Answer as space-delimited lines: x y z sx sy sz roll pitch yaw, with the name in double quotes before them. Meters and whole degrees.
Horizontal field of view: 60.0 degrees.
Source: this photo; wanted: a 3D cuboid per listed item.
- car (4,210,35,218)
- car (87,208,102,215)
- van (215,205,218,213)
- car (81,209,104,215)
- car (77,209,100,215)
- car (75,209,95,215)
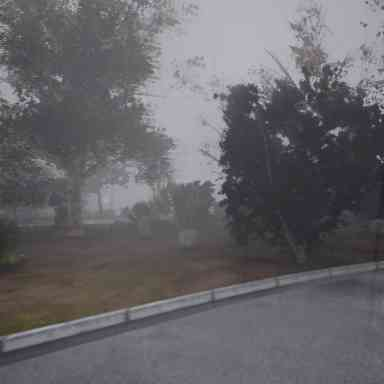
"car" -28.597 3.611 55.023 4.674 1.442 1.812 1 -1 -35
"car" -22.341 4.724 78.294 4.674 1.452 2.002 0 -3 -34
"van" 4.770 2.028 38.408 4.442 1.987 1.878 0 -2 -34
"car" -24.161 4.860 81.015 4.892 1.521 2.231 0 -3 -34
"car" -25.991 5.033 83.723 5.008 1.535 2.097 0 -3 -34
"car" -27.734 5.241 86.338 4.674 1.452 2.002 0 -3 -34
